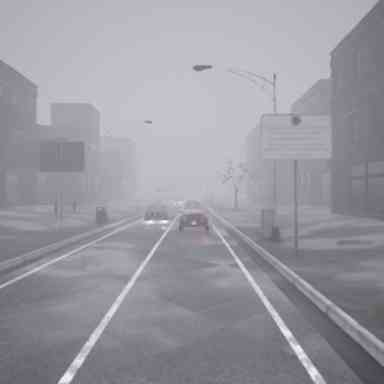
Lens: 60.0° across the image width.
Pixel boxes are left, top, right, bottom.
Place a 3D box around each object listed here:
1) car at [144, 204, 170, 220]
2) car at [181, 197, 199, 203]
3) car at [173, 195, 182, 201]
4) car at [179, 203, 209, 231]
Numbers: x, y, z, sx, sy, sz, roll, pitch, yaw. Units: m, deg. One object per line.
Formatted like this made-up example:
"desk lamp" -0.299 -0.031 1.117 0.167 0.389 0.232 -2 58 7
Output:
"car" -3.081 1.795 30.034 1.994 1.385 4.181 0 -1 0
"car" 0.119 1.684 39.201 2.097 1.767 4.553 0 0 0
"car" -2.965 1.239 71.066 1.994 1.385 4.181 0 2 0
"car" 0.110 1.647 21.528 1.812 1.442 4.674 0 -1 0
